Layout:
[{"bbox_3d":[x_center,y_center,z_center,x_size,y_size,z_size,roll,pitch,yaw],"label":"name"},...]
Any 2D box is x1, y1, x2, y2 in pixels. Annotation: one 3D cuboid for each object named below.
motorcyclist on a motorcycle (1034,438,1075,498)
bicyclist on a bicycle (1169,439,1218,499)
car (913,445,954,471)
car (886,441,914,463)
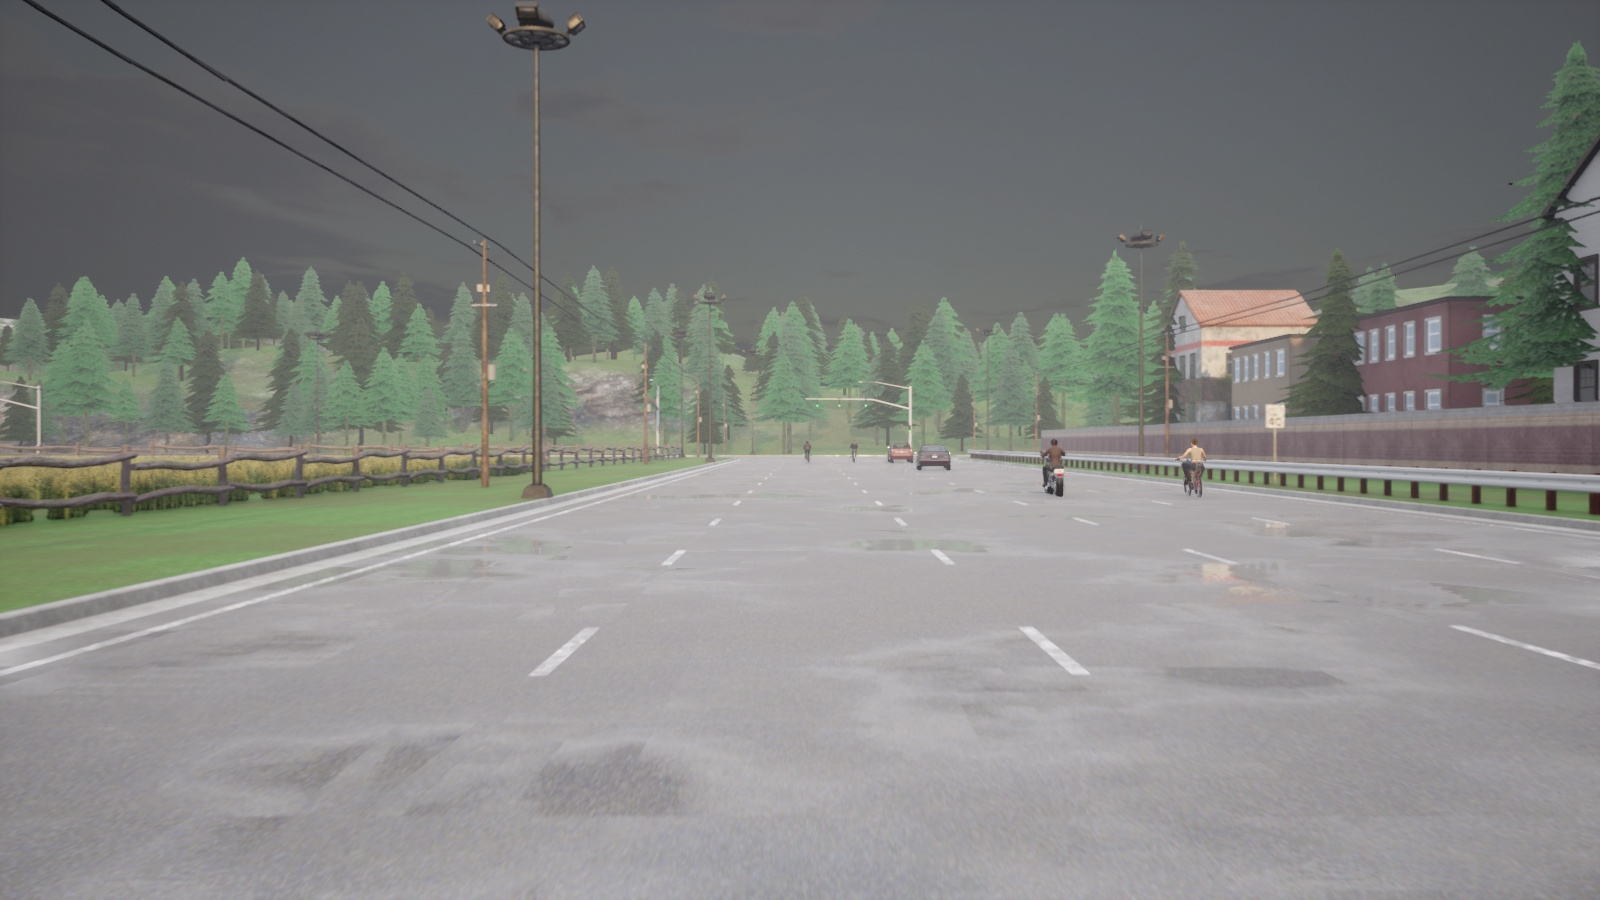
[{"bbox_3d":[7.189,0.502,35.623,0.766,1.649,2.350,0,0,2],"label":"motorcyclist on a motorcycle"},{"bbox_3d":[10.705,0.499,34.188,0.866,1.612,1.509,0,0,1],"label":"bicyclist on a bicycle"},{"bbox_3d":[7.386,0.407,69.705,2.033,1.411,5.357,0,0,4],"label":"car"},{"bbox_3d":[7.558,0.115,94.969,1.851,1.617,3.988,0,0,0],"label":"car"}]
